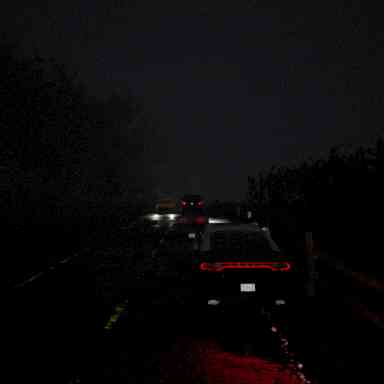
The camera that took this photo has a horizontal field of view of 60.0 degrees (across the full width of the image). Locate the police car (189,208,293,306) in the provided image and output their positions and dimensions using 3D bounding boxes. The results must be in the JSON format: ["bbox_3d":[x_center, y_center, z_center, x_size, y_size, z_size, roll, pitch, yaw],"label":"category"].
[{"bbox_3d":[0.949,1.423,8.251,1.930,1.638,5.238,0,0,0],"label":"police car"}]

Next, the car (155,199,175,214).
[{"bbox_3d":[-2.805,1.472,35.404,1.882,1.535,5.008,0,0,0],"label":"car"}]

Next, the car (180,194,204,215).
[{"bbox_3d":[0.011,1.216,33.869,2.150,2.045,5.566,0,0,0],"label":"car"}]
